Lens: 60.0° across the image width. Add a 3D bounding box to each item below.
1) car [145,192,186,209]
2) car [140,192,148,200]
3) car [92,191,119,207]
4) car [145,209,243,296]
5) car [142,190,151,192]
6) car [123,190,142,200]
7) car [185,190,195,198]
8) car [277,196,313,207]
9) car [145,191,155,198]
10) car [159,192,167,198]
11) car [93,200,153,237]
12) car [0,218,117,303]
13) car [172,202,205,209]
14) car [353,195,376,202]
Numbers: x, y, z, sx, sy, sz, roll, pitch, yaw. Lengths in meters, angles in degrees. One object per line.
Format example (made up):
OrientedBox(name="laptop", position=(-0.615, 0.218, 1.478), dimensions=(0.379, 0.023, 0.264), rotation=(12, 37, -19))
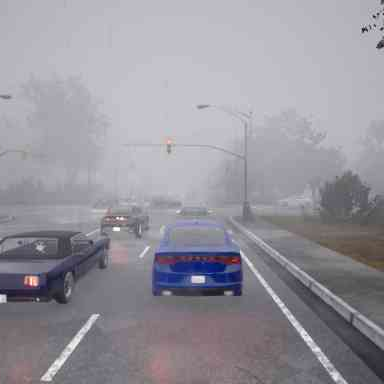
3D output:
OrientedBox(name="car", position=(-3.252, 1.176, 40.075), dimensions=(1.882, 1.535, 5.008), rotation=(-2, 1, -38))
OrientedBox(name="car", position=(-7.012, 1.119, 56.457), dimensions=(1.994, 1.385, 4.181), rotation=(0, 1, 0))
OrientedBox(name="car", position=(-10.543, 0.912, 40.886), dimensions=(2.150, 2.045, 5.566), rotation=(0, 1, 0))
OrientedBox(name="car", position=(0.113, 1.446, 8.617), dimensions=(1.882, 1.535, 5.008), rotation=(0, 0, 0))
OrientedBox(name="car", position=(-10.454, 0.631, 70.766), dimensions=(2.150, 2.045, 5.566), rotation=(0, 1, 0))
OrientedBox(name="car", position=(-10.509, 0.900, 57.227), dimensions=(2.097, 1.767, 4.553), rotation=(0, 1, 0))
OrientedBox(name="car", position=(-0.354, 0.419, 85.490), dimensions=(2.150, 2.045, 5.566), rotation=(0, 1, -4))
OrientedBox(name="car", position=(13.283, 1.200, 42.851), dimensions=(4.674, 1.442, 1.812), rotation=(0, 1, -3))
OrientedBox(name="car", position=(-10.899, 0.543, 86.031), dimensions=(2.097, 1.767, 4.553), rotation=(0, 1, -3))
OrientedBox(name="car", position=(-7.296, 0.775, 84.229), dimensions=(1.994, 1.385, 4.181), rotation=(0, 1, -3))
OrientedBox(name="car", position=(-3.376, 1.402, 17.322), dimensions=(1.837, 1.490, 4.892), rotation=(0, 0, 0))
OrientedBox(name="car", position=(-3.388, 1.573, 8.070), dimensions=(1.895, 1.301, 4.718), rotation=(0, 0, 0))
OrientedBox(name="car", position=(0.124, 1.458, 17.599), dimensions=(1.994, 1.385, 4.181), rotation=(0, 0, 0))
OrientedBox(name="car", position=(23.502, 1.174, 43.415), dimensions=(4.892, 1.490, 1.837), rotation=(0, 1, -3))
